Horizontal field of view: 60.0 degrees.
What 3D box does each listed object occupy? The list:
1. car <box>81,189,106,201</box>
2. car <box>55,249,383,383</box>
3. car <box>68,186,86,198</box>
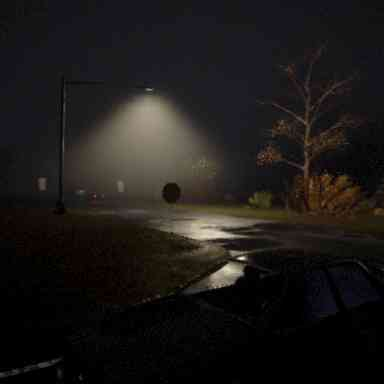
[{"bbox_3d":[-14.324,0.589,48.971,1.895,1.301,4.718,1,1,-33],"label":"car"},{"bbox_3d":[1.167,1.550,4.386,5.357,1.411,2.033,-1,0,-33],"label":"car"},{"bbox_3d":[-19.748,-0.007,57.371,2.150,2.045,5.566,1,1,-33],"label":"car"}]
